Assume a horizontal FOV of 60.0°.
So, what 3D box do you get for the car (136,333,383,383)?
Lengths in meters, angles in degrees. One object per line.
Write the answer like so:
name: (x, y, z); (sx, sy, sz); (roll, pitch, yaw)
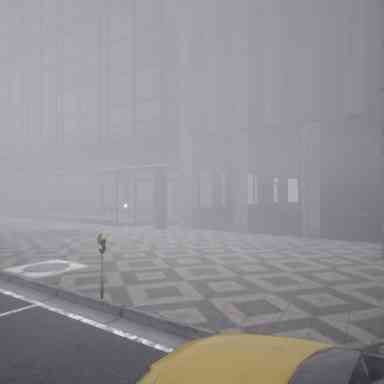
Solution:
car: (1.637, 1.525, 1.915); (4.829, 1.417, 1.752); (0, 0, 36)
